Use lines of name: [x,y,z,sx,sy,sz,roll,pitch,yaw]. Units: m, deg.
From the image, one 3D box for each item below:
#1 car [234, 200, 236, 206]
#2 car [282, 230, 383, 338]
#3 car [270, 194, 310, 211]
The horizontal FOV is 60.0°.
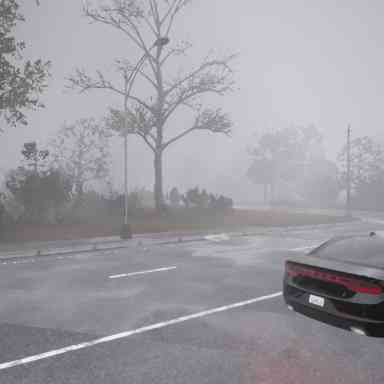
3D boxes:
car: [5.527,1.581,55.623,1.882,1.535,5.008,0,0,-25]
car: [3.906,1.478,6.414,5.008,1.535,1.882,0,0,-35]
car: [12.303,1.238,42.107,2.150,2.045,5.566,0,0,-28]
